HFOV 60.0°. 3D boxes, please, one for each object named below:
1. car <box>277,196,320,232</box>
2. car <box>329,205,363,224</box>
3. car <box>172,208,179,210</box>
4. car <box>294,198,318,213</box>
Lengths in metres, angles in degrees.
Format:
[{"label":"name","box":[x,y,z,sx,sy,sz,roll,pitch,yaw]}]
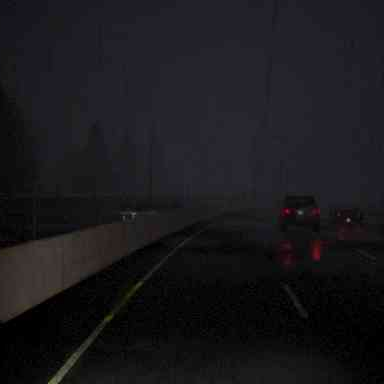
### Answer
[{"label":"car","box":[6.534,1.228,20.572,2.150,2.045,5.566,0,0,14]},{"label":"car","box":[11.452,1.629,25.022,1.895,1.301,4.718,0,0,17]},{"label":"car","box":[-2.560,1.452,37.928,1.812,1.442,4.674,0,0,22]},{"label":"car","box":[13.277,1.510,38.604,2.128,1.511,4.902,0,0,26]}]
